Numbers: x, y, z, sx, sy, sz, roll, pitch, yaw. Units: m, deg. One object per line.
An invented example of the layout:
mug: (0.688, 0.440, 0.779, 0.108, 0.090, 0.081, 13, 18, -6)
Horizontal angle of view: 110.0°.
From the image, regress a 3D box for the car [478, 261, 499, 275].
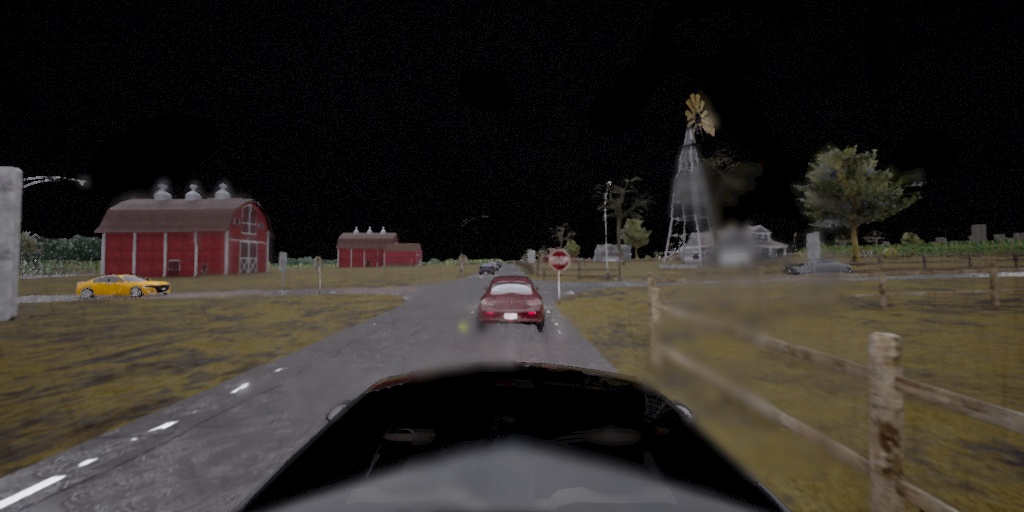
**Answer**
car: (-2.999, 1.566, 43.350, 2.033, 1.411, 5.357, 0, 0, 0)

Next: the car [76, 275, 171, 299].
car: (-25.518, 1.973, 23.685, 5.008, 1.535, 1.882, -1, -2, 0)

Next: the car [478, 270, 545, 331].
car: (-0.007, 1.351, 11.254, 1.812, 1.442, 4.674, 0, 0, 0)

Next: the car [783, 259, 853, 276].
car: (22.937, 0.929, 26.986, 4.181, 1.385, 1.994, -1, -2, 0)

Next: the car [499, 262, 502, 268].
car: (-3.039, 1.604, 56.842, 1.837, 1.490, 4.892, 0, 1, 0)
